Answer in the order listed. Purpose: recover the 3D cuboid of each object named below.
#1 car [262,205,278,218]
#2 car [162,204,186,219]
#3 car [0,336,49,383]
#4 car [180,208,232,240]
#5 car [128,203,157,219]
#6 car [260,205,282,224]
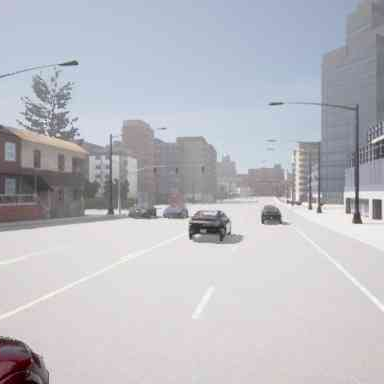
[{"bbox_3d":[9.962,2.426,42.695,1.837,1.490,4.892,0,-1,12],"label":"car"},{"bbox_3d":[-1.854,2.144,38.398,2.097,1.767,4.553,0,-1,13],"label":"car"},{"bbox_3d":[-2.607,1.561,1.537,1.994,1.385,4.181,0,0,12],"label":"car"},{"bbox_3d":[1.086,1.748,18.470,2.128,1.511,4.902,0,-2,12],"label":"car"},{"bbox_3d":[-5.549,2.116,37.940,2.097,1.767,4.553,0,-1,13],"label":"car"},{"bbox_3d":[7.636,2.197,32.062,2.128,1.511,4.902,0,-2,12],"label":"car"}]
